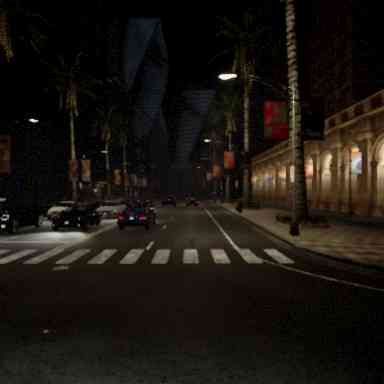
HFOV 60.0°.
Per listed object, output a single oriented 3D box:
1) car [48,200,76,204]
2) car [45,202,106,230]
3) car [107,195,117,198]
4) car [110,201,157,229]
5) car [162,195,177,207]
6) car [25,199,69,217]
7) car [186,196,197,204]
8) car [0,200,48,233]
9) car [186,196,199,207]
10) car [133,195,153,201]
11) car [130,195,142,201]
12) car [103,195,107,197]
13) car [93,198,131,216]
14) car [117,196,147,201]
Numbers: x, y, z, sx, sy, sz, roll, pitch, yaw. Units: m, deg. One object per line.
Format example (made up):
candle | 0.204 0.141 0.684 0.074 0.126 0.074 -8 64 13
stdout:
car | -10.508 1.500 28.108 1.812 1.442 4.674 0 0 0
car | -7.066 1.545 20.710 1.994 1.385 4.181 0 0 0
car | -10.466 1.448 48.489 2.128 1.511 4.902 0 0 0
car | -3.395 1.528 21.233 2.033 1.411 5.357 0 0 0
car | -3.483 1.305 51.430 2.097 1.767 4.553 0 0 -1
car | -13.683 1.484 31.763 2.161 1.482 4.786 0 0 -1
car | -0.089 1.492 61.447 2.033 1.411 5.357 0 0 -1
car | -10.573 1.334 19.337 2.097 1.767 4.553 0 0 0
car | 0.017 1.555 51.267 1.895 1.301 4.718 0 0 -1
car | -6.967 1.308 49.326 2.097 1.767 4.553 0 0 0
car | -13.905 1.406 83.068 2.231 1.521 4.892 0 0 -1
car | -13.606 1.306 53.694 2.185 1.767 4.553 0 0 -1
car | -7.004 1.499 29.303 1.812 1.442 4.674 0 0 0
car | -6.989 1.512 39.196 2.033 1.411 5.357 0 0 0
